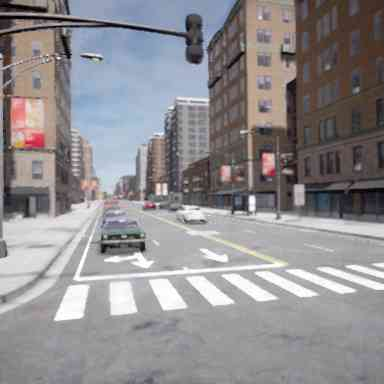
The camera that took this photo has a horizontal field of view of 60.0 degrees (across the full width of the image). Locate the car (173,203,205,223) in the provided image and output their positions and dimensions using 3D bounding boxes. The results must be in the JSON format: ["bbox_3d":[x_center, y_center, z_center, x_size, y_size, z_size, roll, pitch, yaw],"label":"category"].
[{"bbox_3d":[-0.129,2.007,30.160,1.812,1.442,4.674,0,-1,-15],"label":"car"}]

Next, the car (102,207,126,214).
[{"bbox_3d":[-5.513,2.053,24.203,1.895,1.301,4.718,0,-1,-14],"label":"car"}]

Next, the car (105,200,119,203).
[{"bbox_3d":[-10.565,2.048,43.934,2.150,2.045,5.566,0,-1,-14],"label":"car"}]

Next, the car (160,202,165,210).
[{"bbox_3d":[-5.021,2.543,62.015,2.128,1.511,4.902,0,-1,-15],"label":"car"}]

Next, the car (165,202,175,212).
[{"bbox_3d":[-2.509,2.428,52.307,1.994,1.385,4.181,0,-1,-14],"label":"car"}]

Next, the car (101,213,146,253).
[{"bbox_3d":[-3.229,1.886,15.365,1.895,1.301,4.718,0,-1,-14],"label":"car"}]

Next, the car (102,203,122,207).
[{"bbox_3d":[-8.039,2.142,33.988,1.837,1.490,4.892,0,-1,-15],"label":"car"}]

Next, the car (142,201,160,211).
[{"bbox_3d":[-7.562,2.383,58.857,2.097,1.767,4.553,0,-1,-15],"label":"car"}]
